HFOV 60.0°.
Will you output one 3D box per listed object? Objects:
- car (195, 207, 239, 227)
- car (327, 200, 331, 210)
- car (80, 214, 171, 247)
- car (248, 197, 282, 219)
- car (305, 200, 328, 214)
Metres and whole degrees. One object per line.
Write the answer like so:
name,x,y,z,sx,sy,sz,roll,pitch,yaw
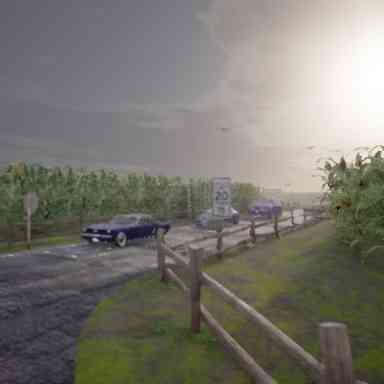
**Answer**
car,1.992,1.772,24.697,1.812,1.442,4.674,0,0,30
car,20.232,1.919,50.193,2.097,1.767,4.553,0,-1,30
car,-3.042,1.751,16.063,1.895,1.301,4.718,0,0,29
car,7.654,1.579,34.353,2.150,2.045,5.566,0,-1,31
car,15.424,2.066,41.900,1.895,1.301,4.718,0,-1,31
